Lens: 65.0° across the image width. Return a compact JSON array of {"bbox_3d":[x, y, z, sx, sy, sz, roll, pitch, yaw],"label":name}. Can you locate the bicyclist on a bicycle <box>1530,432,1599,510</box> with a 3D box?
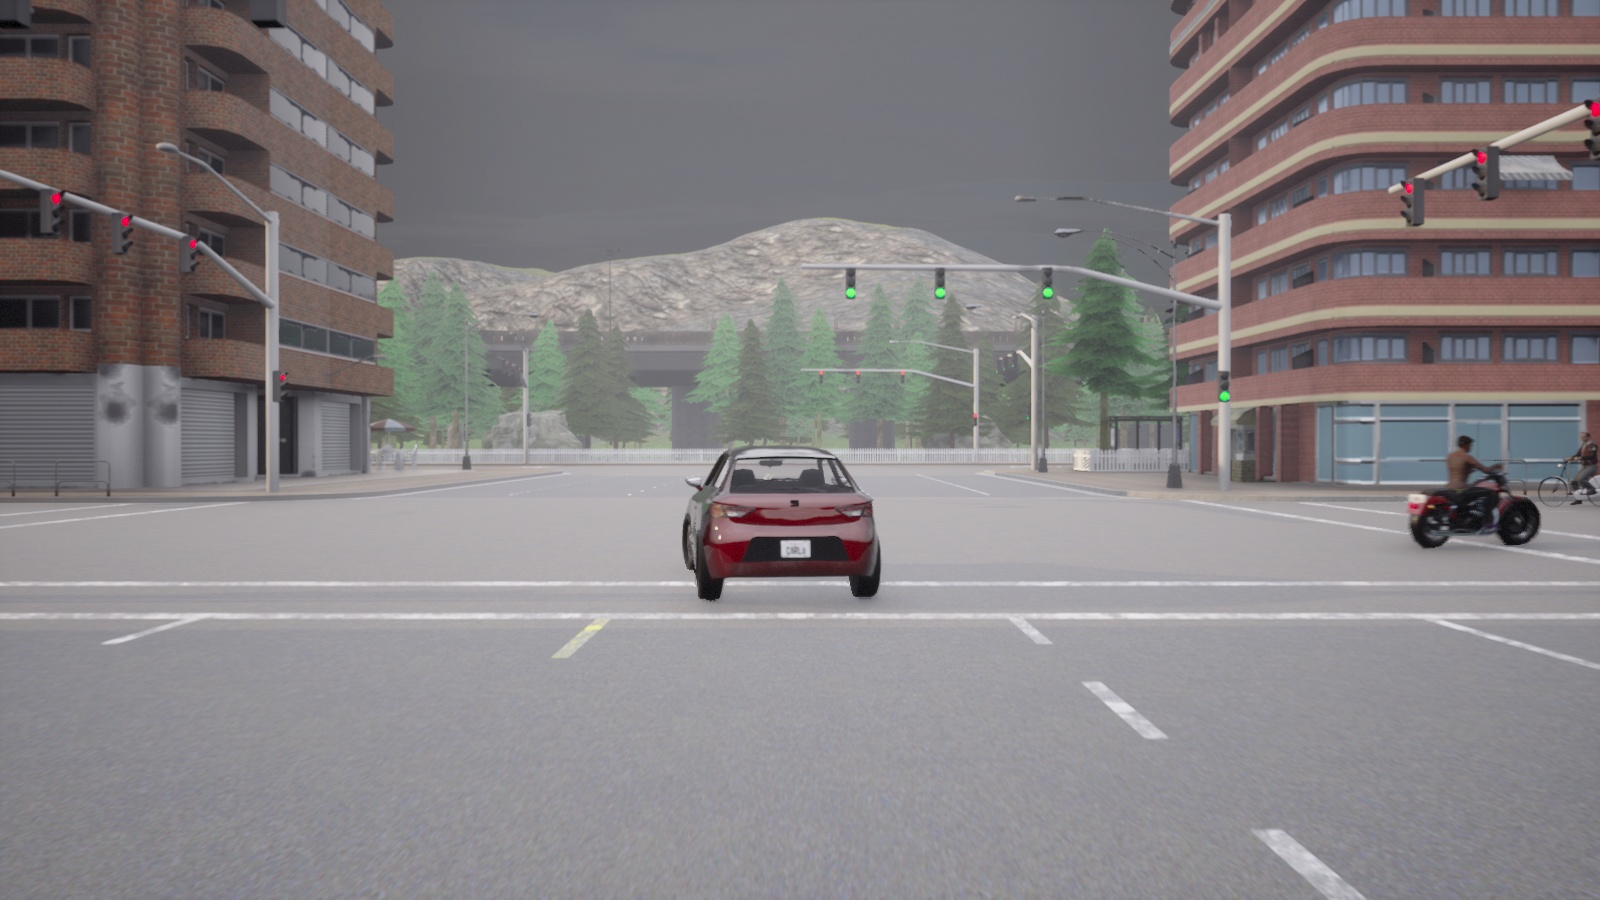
[{"bbox_3d":[17.975,0.474,28.974,1.843,1.776,0.659,0,0,0],"label":"bicyclist on a bicycle"}]

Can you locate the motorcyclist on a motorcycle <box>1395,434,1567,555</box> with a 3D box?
[{"bbox_3d":[9.717,0.607,17.916,2.350,1.649,0.766,0,2,-21],"label":"motorcyclist on a motorcycle"}]

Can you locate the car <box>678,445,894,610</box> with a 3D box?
[{"bbox_3d":[-0.317,0.687,13.453,1.816,1.474,4.193,0,0,-8],"label":"car"}]
